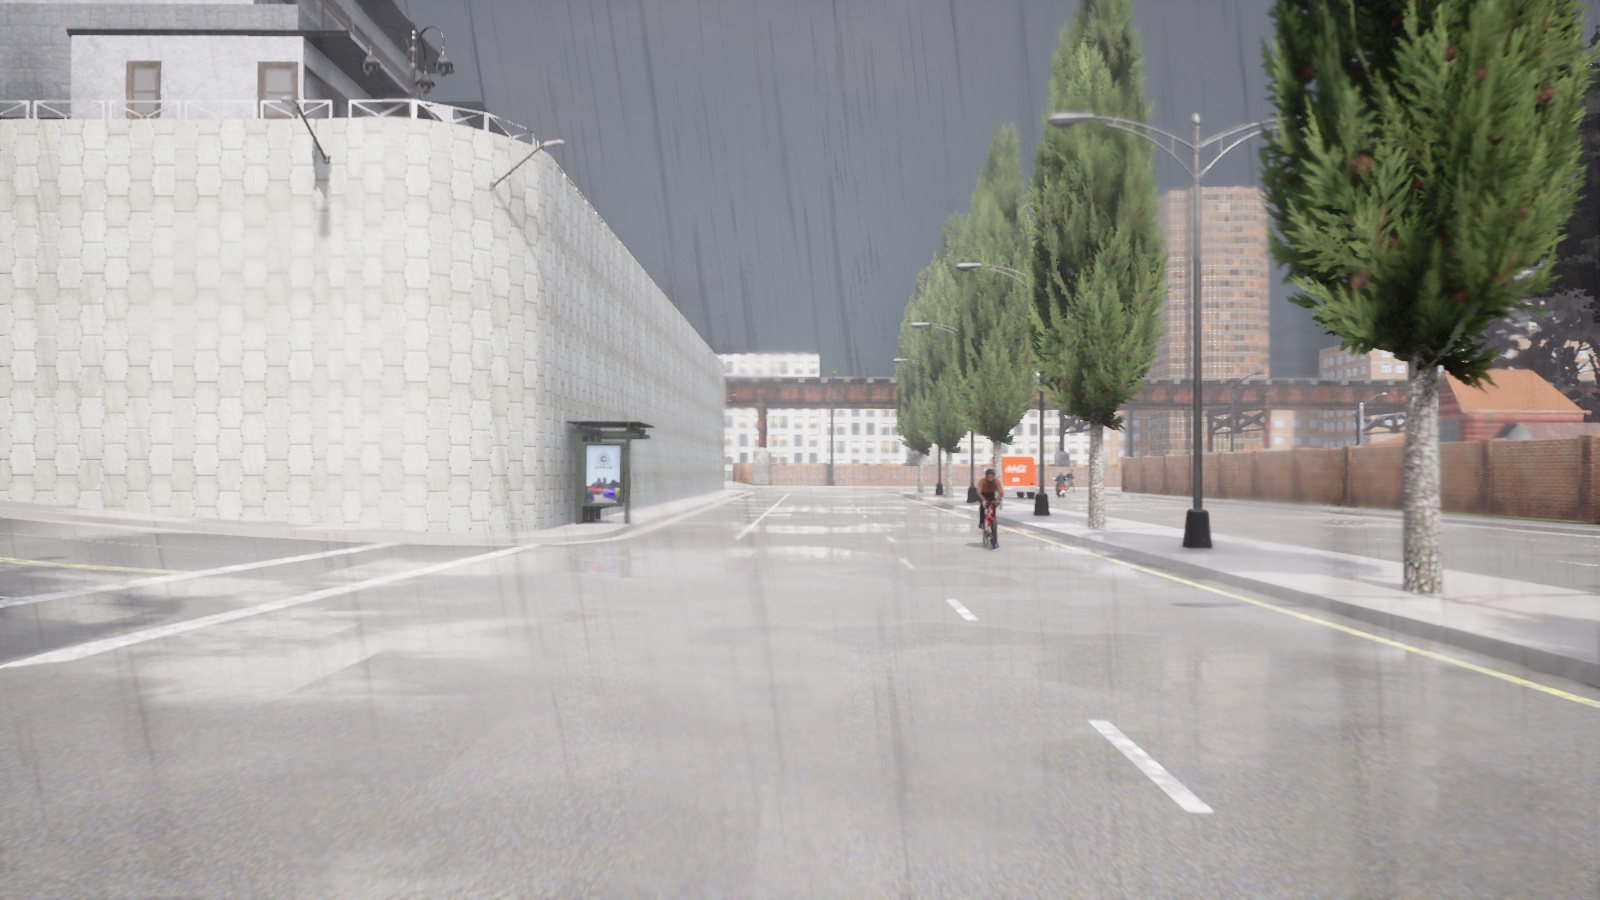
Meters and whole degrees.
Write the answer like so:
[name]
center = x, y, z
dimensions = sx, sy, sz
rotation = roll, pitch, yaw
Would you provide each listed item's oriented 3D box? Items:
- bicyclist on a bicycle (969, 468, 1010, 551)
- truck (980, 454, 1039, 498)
[bicyclist on a bicycle]
center = 3.800, 1.175, 25.278
dimensions = 0.582, 1.620, 1.656
rotation = 0, -1, 1
[truck]
center = 12.332, 1.521, 74.318
dimensions = 2.627, 2.467, 5.204
rotation = 0, -1, 1
